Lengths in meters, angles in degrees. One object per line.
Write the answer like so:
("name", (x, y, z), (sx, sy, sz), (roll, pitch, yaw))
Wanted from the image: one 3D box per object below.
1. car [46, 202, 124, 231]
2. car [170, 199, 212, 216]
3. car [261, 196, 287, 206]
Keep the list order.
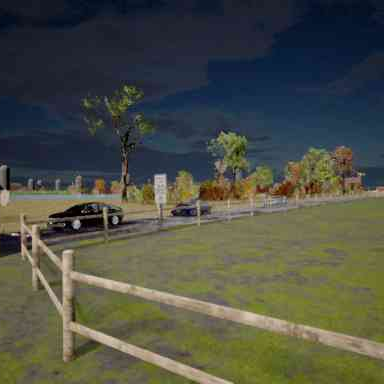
("car", (-6.307, 1.397, 20.078), (1.837, 1.490, 4.892), (-2, 0, 34))
("car", (-0.037, 1.347, 29.033), (1.994, 1.385, 4.181), (-2, 0, 35))
("car", (11.092, 1.197, 44.750), (1.895, 1.301, 4.718), (-2, 0, 36))
